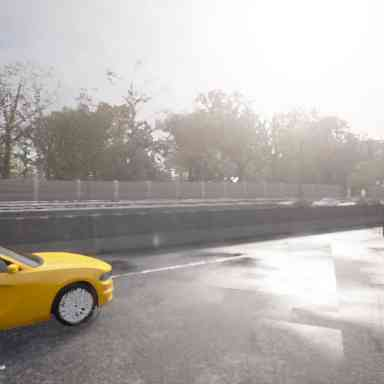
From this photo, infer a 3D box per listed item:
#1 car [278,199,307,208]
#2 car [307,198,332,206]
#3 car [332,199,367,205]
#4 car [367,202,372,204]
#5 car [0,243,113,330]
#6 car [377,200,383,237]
[{"bbox_3d":[13.742,1.567,43.851,5.357,1.411,2.033,0,0,-35],"label":"car"},{"bbox_3d":[16.982,1.546,41.860,4.674,1.442,1.812,0,0,-35],"label":"car"},{"bbox_3d":[19.184,1.567,39.139,5.357,1.411,2.033,0,0,-35],"label":"car"},{"bbox_3d":[21.616,1.545,36.573,4.674,1.442,1.812,0,0,-35],"label":"car"},{"bbox_3d":[-3.775,1.479,5.353,5.008,1.535,1.882,0,0,-35],"label":"car"},{"bbox_3d":[11.188,1.358,16.019,4.553,1.767,2.097,0,0,-35],"label":"car"}]
